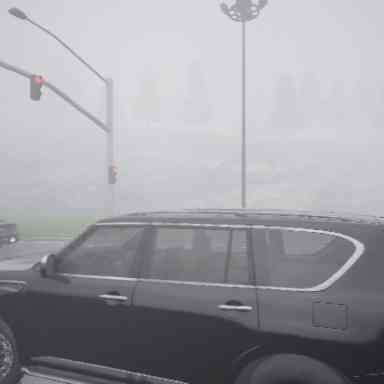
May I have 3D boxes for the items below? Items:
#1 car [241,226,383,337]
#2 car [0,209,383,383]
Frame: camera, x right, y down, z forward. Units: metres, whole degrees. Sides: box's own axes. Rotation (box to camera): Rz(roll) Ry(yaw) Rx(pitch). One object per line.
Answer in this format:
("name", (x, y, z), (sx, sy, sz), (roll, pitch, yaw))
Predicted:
("car", (3.417, 1.526, 5.933), (4.674, 1.442, 1.812), (0, -1, 31))
("car", (-0.287, 1.222, 4.032), (5.566, 2.045, 2.150), (0, -2, 19))
